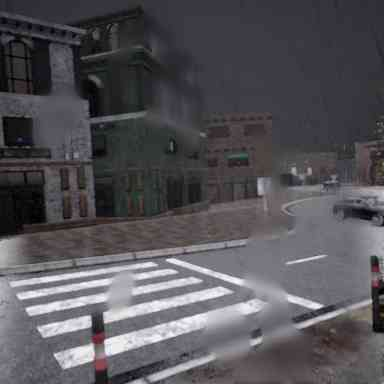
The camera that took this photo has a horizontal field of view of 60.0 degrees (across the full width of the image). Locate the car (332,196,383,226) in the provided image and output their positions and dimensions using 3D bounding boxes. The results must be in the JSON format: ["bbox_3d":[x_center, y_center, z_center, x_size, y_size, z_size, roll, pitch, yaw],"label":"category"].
[{"bbox_3d":[10.405,1.017,19.518,2.128,1.511,4.902,-4,2,-16],"label":"car"}]

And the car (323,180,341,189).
[{"bbox_3d":[25.219,-1.362,60.182,1.882,1.535,5.008,-3,1,5],"label":"car"}]
